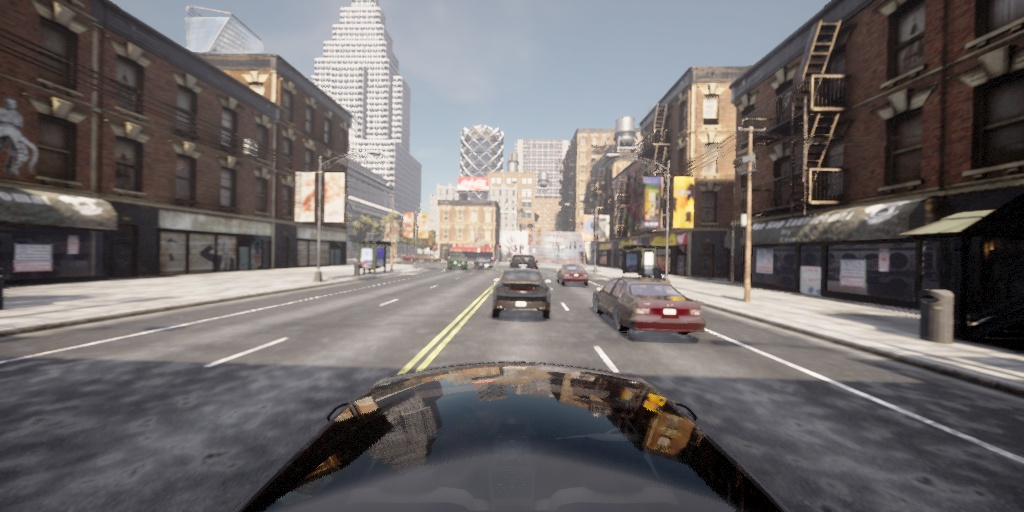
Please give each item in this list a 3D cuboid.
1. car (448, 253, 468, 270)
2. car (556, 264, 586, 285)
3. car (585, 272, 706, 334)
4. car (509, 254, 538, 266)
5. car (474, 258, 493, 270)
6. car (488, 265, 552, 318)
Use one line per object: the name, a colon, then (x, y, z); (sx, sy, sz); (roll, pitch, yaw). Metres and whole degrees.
car: (-6.723, 0.672, 44.343); (2.150, 2.045, 5.566); (1, 0, -13)
car: (4.279, 1.285, 25.815); (2.033, 1.411, 5.357); (1, 0, 2)
car: (3.765, 1.334, 10.829); (2.033, 1.411, 5.357); (1, 0, 2)
car: (0.898, 0.885, 28.463); (2.150, 2.045, 5.566); (1, 1, 2)
car: (-3.707, 0.995, 46.090); (2.128, 1.511, 4.902); (1, 0, -15)
car: (0.356, 1.212, 12.880); (1.837, 1.490, 4.892); (1, -1, 2)
